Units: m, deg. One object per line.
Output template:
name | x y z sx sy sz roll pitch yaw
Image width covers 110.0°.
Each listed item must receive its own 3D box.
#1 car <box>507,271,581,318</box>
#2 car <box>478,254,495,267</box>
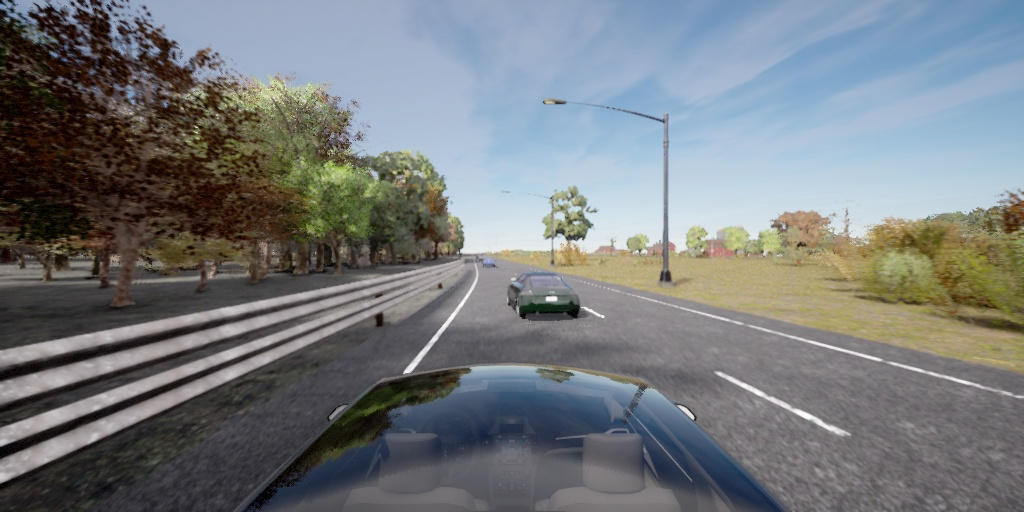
car | 0.957 1.228 12.620 1.994 1.385 4.181 0 0 -6
car | -3.505 0.840 52.839 2.033 1.411 5.357 0 1 -6
